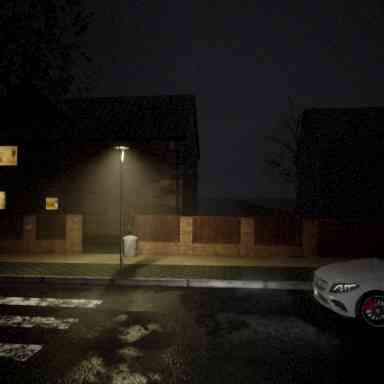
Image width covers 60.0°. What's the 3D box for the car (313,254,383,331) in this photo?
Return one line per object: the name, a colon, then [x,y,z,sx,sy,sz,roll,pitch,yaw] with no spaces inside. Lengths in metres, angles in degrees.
car: [4.761,1.637,6.311,4.674,1.442,1.812,-1,-2,6]
